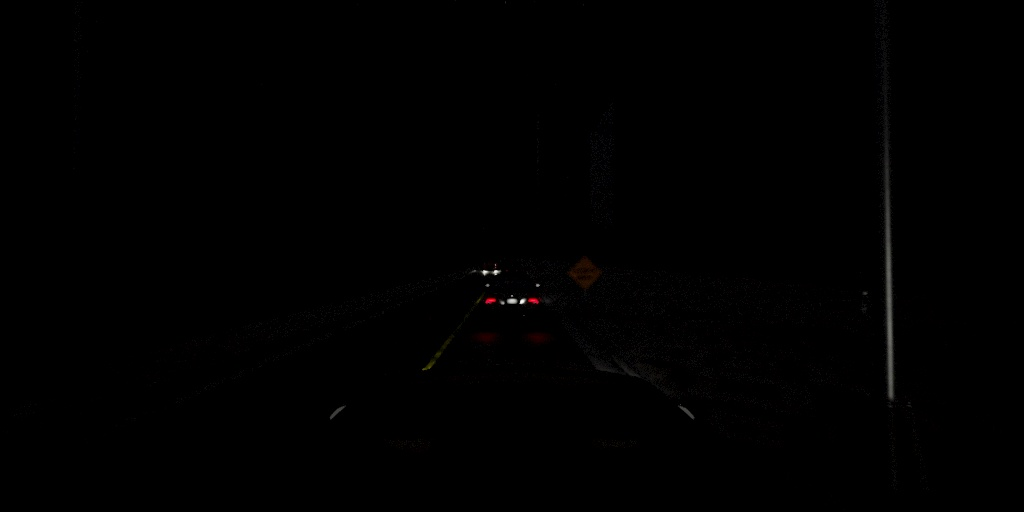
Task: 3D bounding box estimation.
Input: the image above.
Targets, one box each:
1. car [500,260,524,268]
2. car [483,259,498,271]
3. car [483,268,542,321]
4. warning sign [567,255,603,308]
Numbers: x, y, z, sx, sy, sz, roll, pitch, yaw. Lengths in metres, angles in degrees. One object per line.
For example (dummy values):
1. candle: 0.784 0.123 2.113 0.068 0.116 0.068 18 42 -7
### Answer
1. car: 0.011 1.349 31.466 1.837 1.490 4.892 0 0 0
2. car: -3.186 1.271 53.587 2.097 1.767 4.553 0 0 0
3. car: 0.023 1.331 12.631 2.033 1.411 5.357 0 0 0
4. warning sign: 2.696 0.899 13.178 1.300 1.860 1.060 0 0 0
